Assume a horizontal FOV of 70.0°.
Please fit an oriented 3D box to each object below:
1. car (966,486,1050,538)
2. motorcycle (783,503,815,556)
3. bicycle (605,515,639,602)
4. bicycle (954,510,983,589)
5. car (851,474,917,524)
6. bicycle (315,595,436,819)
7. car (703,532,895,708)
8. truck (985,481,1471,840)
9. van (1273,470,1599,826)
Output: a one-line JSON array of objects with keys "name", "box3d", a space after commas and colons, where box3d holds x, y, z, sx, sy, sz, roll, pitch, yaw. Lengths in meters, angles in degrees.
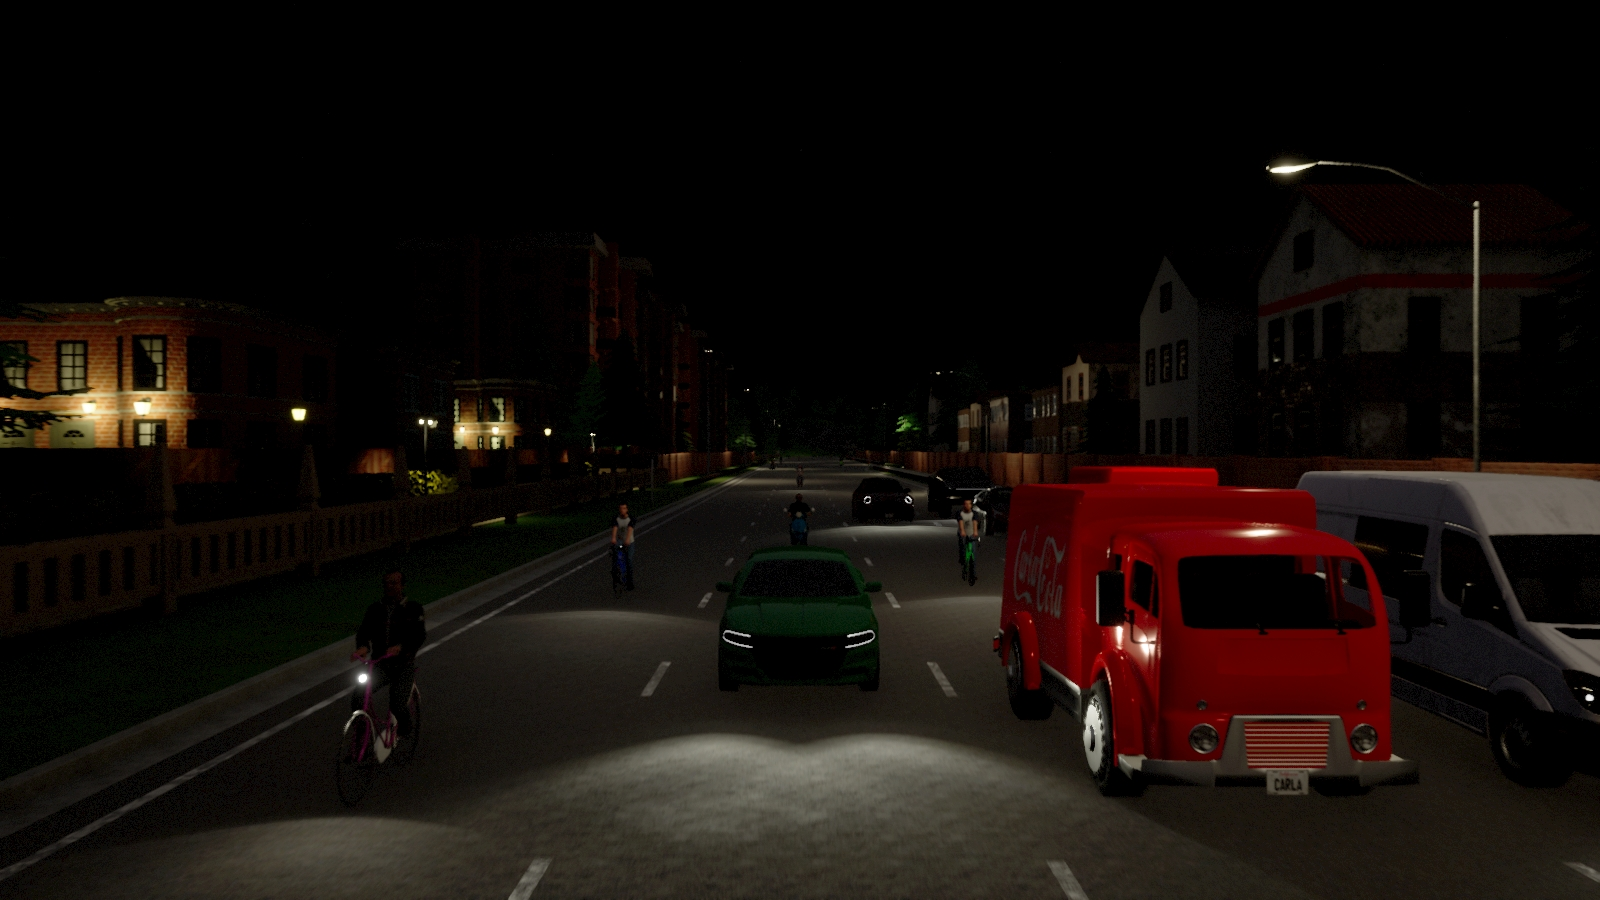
[{"name": "car", "box3d": [6.965, 2.046, 38.729, 2.007, 1.525, 4.514, 0, 0, 0]}, {"name": "motorcycle", "box3d": [-0.026, 2.146, 31.161, 0.856, 1.316, 1.805, 0, 0, 0]}, {"name": "bicycle", "box3d": [-3.423, 2.059, 22.019, 0.373, 1.496, 1.643, 0, 0, 1]}, {"name": "bicycle", "box3d": [3.524, 2.060, 23.961, 0.373, 1.496, 1.643, 0, 1, 0]}, {"name": "car", "box3d": [3.285, 1.912, 45.663, 2.097, 1.767, 4.553, 0, 0, -3]}, {"name": "bicycle", "box3d": [-3.502, 2.061, 9.556, 0.329, 1.471, 1.835, 0, 0, 0]}, {"name": "car", "box3d": [-0.014, 2.037, 15.002, 2.097, 1.535, 5.006, 0, 0, 0]}, {"name": "truck", "box3d": [3.488, 1.575, 10.783, 2.627, 2.467, 5.204, 0, 0, 0]}, {"name": "van", "box3d": [6.992, 1.536, 11.530, 1.988, 2.561, 5.915, 0, 0, 0]}]
